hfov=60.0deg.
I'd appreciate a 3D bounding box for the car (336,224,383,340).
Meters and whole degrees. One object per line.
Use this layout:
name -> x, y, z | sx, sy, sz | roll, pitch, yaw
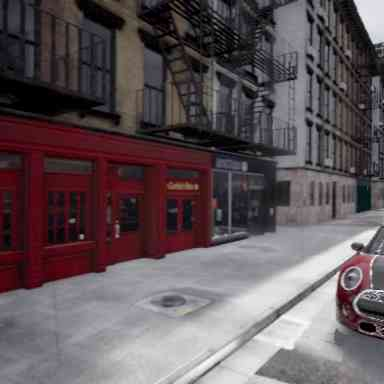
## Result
car -> 4.271, 1.372, 6.263 | 2.097, 1.767, 4.553 | 1, 0, 37
